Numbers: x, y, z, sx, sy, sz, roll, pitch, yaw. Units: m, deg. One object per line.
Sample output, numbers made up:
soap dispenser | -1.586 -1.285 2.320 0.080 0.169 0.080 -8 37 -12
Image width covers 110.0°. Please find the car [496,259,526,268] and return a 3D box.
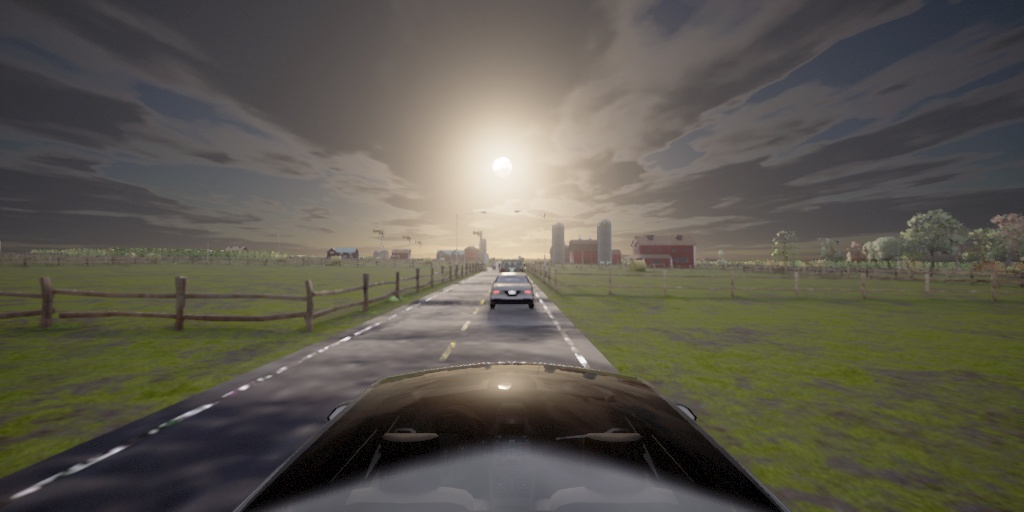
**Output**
car | 0.003 1.240 30.866 2.150 2.045 5.566 0 0 0

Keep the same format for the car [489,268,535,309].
car | 0.002 1.429 15.845 2.033 1.411 5.357 0 -1 0
